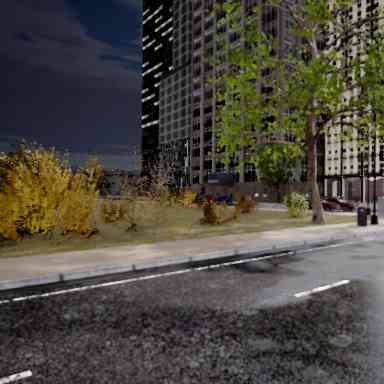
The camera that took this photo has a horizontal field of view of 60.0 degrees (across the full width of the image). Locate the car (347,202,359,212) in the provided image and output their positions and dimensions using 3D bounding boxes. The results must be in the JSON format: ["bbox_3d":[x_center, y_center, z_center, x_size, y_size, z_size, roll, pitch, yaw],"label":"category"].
[{"bbox_3d":[16.390,1.428,37.634,1.812,1.442,4.674,1,0,-34],"label":"car"}]

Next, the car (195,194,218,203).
[{"bbox_3d":[2.763,1.254,64.045,2.097,1.767,4.553,1,0,-33],"label":"car"}]

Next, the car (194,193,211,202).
[{"bbox_3d":[0.282,1.046,55.853,2.150,2.045,5.566,1,0,-34],"label":"car"}]

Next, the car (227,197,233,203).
[{"bbox_3d":[6.121,1.472,64.782,1.812,1.442,4.674,1,0,-34],"label":"car"}]

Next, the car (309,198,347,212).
[{"bbox_3d":[13.671,1.385,35.854,1.812,1.442,4.674,1,0,-34],"label":"car"}]

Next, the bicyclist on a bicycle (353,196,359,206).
[{"bbox_3d":[23.142,1.340,47.062,1.656,1.620,0.582,1,0,-34],"label":"bicyclist on a bicycle"}]
